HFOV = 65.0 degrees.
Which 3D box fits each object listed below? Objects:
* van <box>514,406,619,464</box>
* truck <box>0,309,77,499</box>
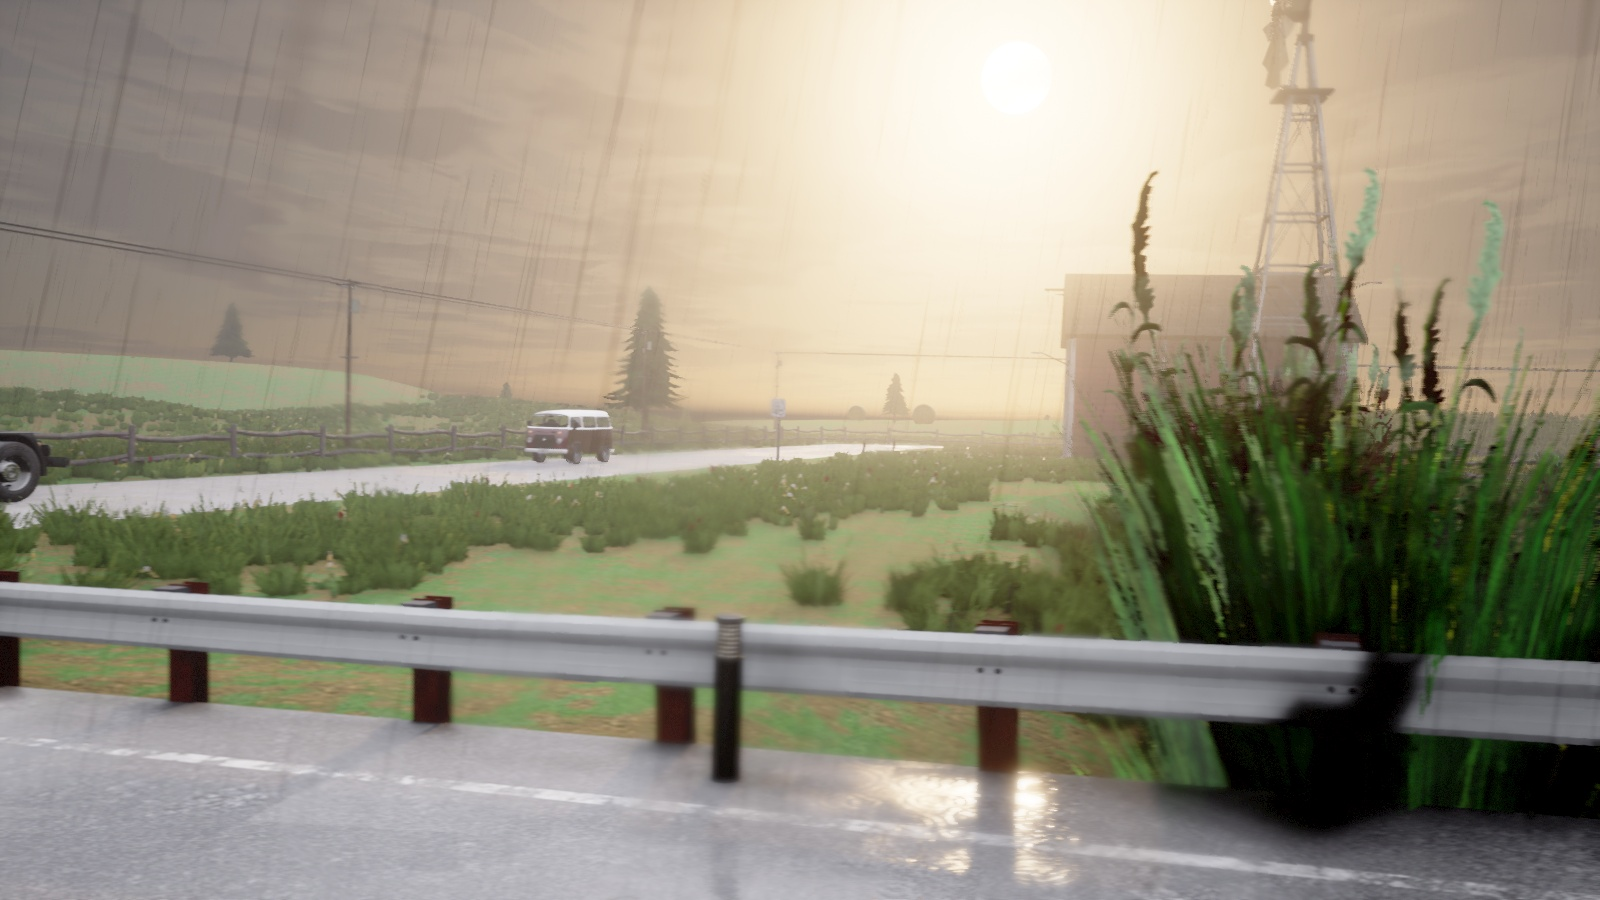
[{"bbox_3d":[-8.817,-0.597,47.834,2.069,2.038,4.480,3,2,16],"label":"van"},{"bbox_3d":[-16.674,-0.866,21.134,2.891,3.462,7.936,3,2,17],"label":"truck"}]
